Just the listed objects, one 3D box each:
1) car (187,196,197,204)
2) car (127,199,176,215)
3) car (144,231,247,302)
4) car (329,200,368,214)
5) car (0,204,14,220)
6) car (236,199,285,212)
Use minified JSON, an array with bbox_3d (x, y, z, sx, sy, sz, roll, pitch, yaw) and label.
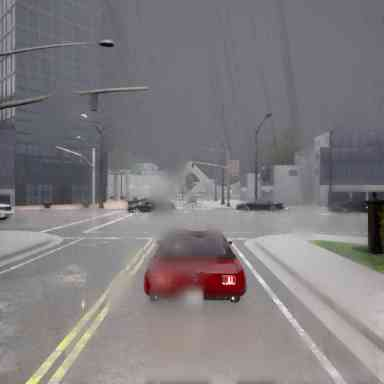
[{"bbox_3d":[0.073,1.547,66.296,2.033,1.411,5.357,0,0,0],"label":"car"},{"bbox_3d":[-4.124,1.533,33.893,4.892,1.490,1.837,0,0,0],"label":"car"},{"bbox_3d":[0.068,1.601,8.189,1.895,1.301,4.718,0,0,0],"label":"car"},{"bbox_3d":[16.268,1.541,34.056,4.181,1.385,1.994,0,0,0],"label":"car"},{"bbox_3d":[-17.346,1.339,26.585,5.566,2.045,2.150,-1,0,0],"label":"car"},{"bbox_3d":[7.739,1.548,37.833,5.357,1.411,2.033,0,0,6],"label":"car"}]
